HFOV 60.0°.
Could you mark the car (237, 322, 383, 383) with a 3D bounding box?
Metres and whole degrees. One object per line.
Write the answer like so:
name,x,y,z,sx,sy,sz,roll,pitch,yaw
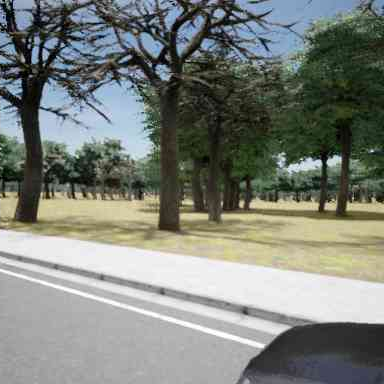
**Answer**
car,2.287,1.567,2.054,4.181,1.385,1.994,0,0,35
